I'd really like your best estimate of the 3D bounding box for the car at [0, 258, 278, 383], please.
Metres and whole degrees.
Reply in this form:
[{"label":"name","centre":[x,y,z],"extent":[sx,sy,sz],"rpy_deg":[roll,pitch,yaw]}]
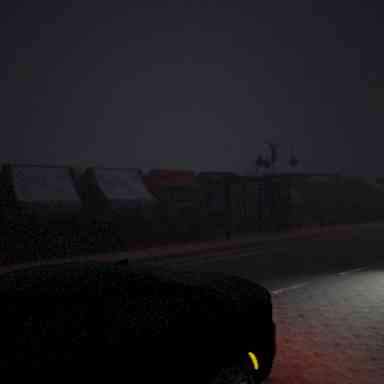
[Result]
[{"label":"car","centre":[-1.385,1.474,3.002],"extent":[5.008,1.535,1.882],"rpy_deg":[-1,0,-35]}]
